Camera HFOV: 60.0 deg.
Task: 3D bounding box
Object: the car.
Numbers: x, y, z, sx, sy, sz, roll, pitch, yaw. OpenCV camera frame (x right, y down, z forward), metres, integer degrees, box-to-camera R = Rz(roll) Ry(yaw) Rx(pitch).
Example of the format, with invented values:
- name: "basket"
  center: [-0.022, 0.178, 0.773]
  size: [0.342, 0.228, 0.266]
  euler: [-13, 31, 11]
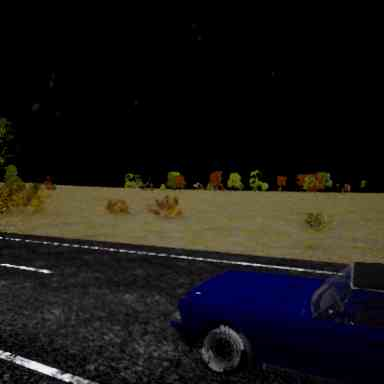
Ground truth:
- name: "car"
  center: [2.134, 1.582, 4.102]
  size: [4.718, 1.301, 1.895]
  euler: [0, 0, 27]
